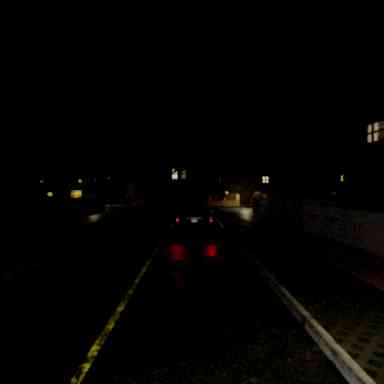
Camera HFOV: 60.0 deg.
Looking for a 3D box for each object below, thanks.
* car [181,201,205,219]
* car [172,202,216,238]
[{"bbox_3d":[0.114,1.522,28.885,1.994,1.385,4.181,0,0,1],"label":"car"},{"bbox_3d":[0.103,1.324,17.427,2.097,1.767,4.553,0,0,0],"label":"car"}]
